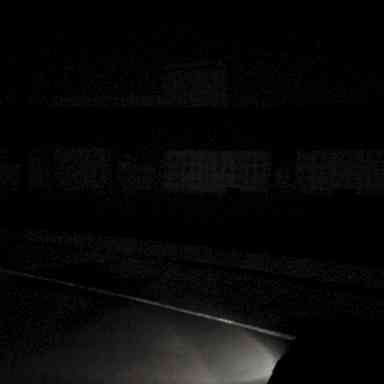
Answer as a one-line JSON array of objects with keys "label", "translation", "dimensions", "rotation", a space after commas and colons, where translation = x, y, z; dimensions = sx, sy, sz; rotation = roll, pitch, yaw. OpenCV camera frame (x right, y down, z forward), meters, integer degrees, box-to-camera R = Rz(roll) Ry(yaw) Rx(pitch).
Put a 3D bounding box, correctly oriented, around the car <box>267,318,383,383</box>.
[{"label": "car", "translation": [3.110, 1.561, 1.787], "dimensions": [5.357, 1.411, 2.033], "rotation": [1, 1, 36]}]
